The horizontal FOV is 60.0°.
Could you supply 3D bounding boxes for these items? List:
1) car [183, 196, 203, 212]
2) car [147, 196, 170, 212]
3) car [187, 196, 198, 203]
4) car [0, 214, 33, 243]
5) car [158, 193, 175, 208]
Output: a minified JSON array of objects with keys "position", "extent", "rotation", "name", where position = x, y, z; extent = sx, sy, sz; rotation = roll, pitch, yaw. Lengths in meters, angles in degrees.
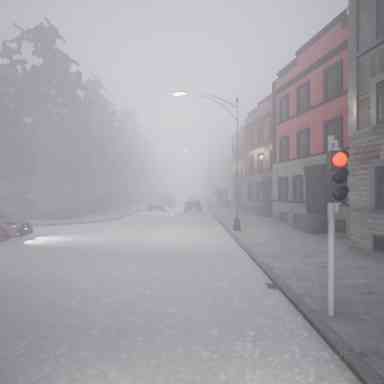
[{"position":[0.118,1.495,37.678],"extent":[1.837,1.490,4.892],"rotation":[0,0,0],"name":"car"},{"position":[-4.094,1.537,39.329],"extent":[2.033,1.411,5.357],"rotation":[0,0,0],"name":"car"},{"position":[0.111,1.546,67.256],"extent":[1.994,1.385,4.181],"rotation":[0,0,0],"name":"car"},{"position":[-9.760,1.560,15.515],"extent":[4.181,1.385,1.994],"rotation":[0,0,-2],"name":"car"},{"position":[-4.087,1.208,49.516],"extent":[2.150,2.045,5.566],"rotation":[0,0,0],"name":"car"}]
